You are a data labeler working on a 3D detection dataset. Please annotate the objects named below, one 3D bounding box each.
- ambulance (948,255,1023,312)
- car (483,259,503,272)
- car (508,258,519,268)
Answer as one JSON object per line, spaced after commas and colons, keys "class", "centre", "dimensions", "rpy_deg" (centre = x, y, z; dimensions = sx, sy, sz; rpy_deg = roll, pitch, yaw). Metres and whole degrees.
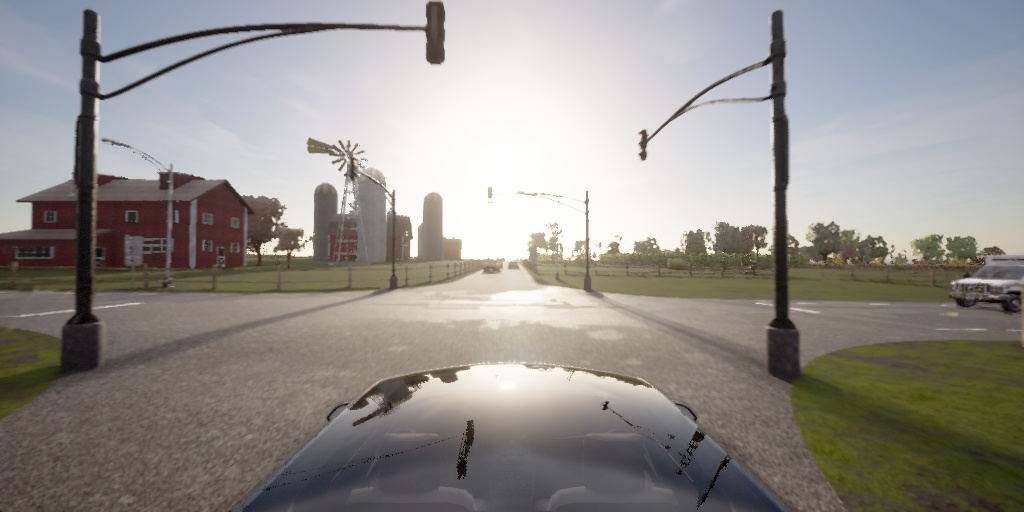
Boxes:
{"class": "ambulance", "centre": [23.285, 1.176, 15.732], "dimensions": [6.366, 2.431, 2.351], "rpy_deg": [1, -1, 0]}
{"class": "car", "centre": [-2.639, 1.203, 47.340], "dimensions": [2.097, 1.767, 4.553], "rpy_deg": [0, 0, 1]}
{"class": "car", "centre": [0.247, 1.391, 64.262], "dimensions": [2.128, 1.511, 4.902], "rpy_deg": [0, 0, 0]}
